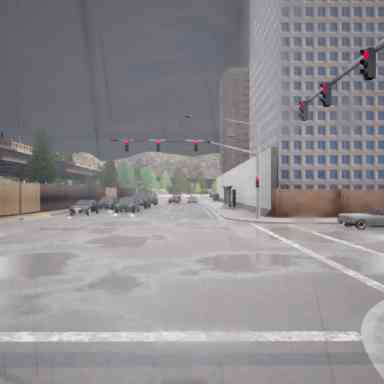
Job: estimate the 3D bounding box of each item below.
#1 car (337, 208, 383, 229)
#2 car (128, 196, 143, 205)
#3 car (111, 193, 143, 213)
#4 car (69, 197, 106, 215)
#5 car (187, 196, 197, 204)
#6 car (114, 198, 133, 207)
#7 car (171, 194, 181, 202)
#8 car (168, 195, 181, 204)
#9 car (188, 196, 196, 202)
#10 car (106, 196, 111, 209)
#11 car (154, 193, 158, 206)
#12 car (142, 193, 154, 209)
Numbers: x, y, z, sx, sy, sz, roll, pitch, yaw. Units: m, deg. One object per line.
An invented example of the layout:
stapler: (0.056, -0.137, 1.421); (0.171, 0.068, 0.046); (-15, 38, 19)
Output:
car: (11.850, 1.656, 21.142); (4.718, 1.301, 1.895); (0, 0, 0)
car: (-10.568, 1.478, 62.100); (1.882, 1.535, 5.008); (0, 0, 0)
car: (-7.093, 1.352, 36.739); (2.097, 1.767, 4.553); (0, 0, 0)
car: (-10.608, 1.492, 33.191); (2.128, 1.511, 4.902); (0, 0, 1)
car: (0.086, 1.601, 64.563); (1.895, 1.301, 4.718); (0, 0, 0)
car: (-10.595, 1.601, 51.881); (1.895, 1.301, 4.718); (0, 0, 0)
car: (-3.511, 1.305, 74.425); (1.882, 1.535, 5.008); (0, 0, 0)
car: (-3.510, 1.601, 64.232); (1.895, 1.301, 4.718); (0, 0, 0)
car: (-0.010, 1.595, 74.805); (1.895, 1.301, 4.718); (0, 0, 0)
car: (-10.598, 1.352, 42.087); (2.097, 1.767, 4.553); (0, 0, 0)
car: (-7.073, 1.221, 56.904); (2.150, 2.045, 5.566); (0, 0, 0)
car: (-7.091, 1.221, 46.175); (2.150, 2.045, 5.566); (0, 0, 0)
